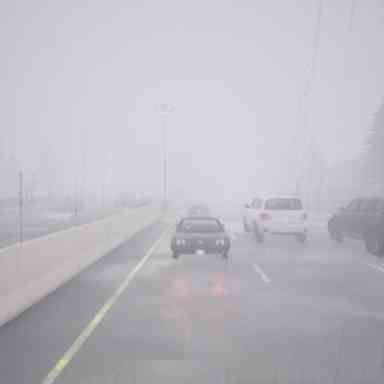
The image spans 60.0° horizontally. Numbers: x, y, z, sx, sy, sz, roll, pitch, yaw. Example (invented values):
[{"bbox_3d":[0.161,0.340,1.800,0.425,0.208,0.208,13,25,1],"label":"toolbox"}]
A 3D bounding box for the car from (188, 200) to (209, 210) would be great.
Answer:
[{"bbox_3d":[0.604,1.447,30.093,1.812,1.442,4.674,0,0,1],"label":"car"}]

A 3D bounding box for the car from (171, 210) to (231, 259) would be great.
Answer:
[{"bbox_3d":[0.296,1.568,12.487,1.895,1.301,4.718,0,0,1],"label":"car"}]

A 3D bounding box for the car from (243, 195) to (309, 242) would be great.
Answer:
[{"bbox_3d":[3.871,1.172,16.177,2.150,2.045,5.566,0,0,1],"label":"car"}]

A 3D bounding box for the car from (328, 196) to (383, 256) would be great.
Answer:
[{"bbox_3d":[7.314,1.173,13.009,2.150,2.045,5.566,0,0,1],"label":"car"}]
